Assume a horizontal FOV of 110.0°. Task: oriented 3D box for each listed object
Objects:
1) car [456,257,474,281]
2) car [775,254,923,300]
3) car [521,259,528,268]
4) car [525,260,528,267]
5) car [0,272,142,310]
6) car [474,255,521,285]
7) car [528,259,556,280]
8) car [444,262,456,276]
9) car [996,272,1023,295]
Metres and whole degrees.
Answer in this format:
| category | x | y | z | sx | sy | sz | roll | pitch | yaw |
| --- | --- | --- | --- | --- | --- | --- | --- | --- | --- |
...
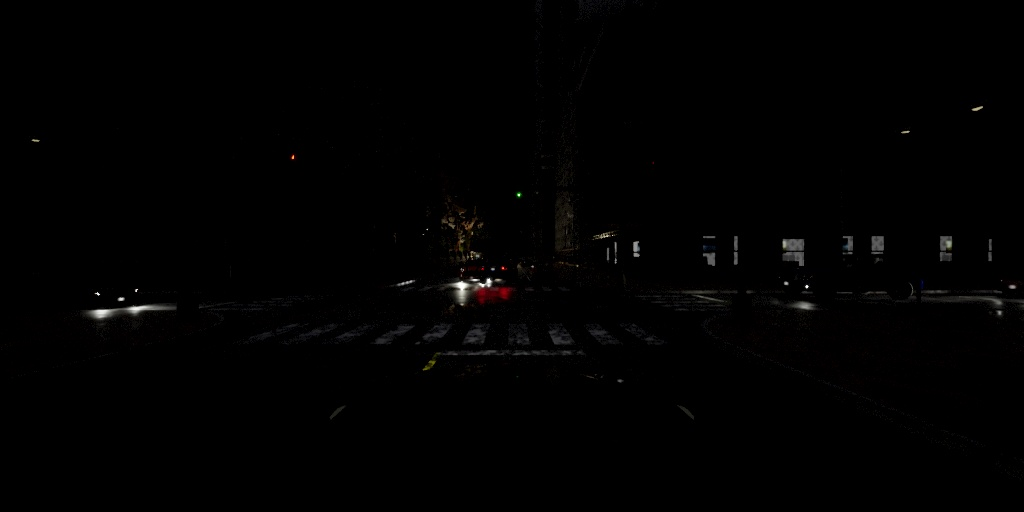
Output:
| category | x | y | z | sx | sy | sz | roll | pitch | yaw |
| --- | --- | --- | --- | --- | --- | --- | --- | --- | --- |
| car | -3.127 | 1.110 | 29.993 | 2.097 | 1.767 | 4.553 | 0 | 0 | 0 |
| car | 15.697 | 0.928 | 16.864 | 5.566 | 2.045 | 2.150 | 0 | 0 | 1 |
| car | 2.636 | 1.326 | 59.228 | 1.948 | 1.339 | 4.313 | 0 | 0 | 0 |
| car | 2.657 | 1.325 | 36.503 | 1.948 | 1.339 | 4.313 | 0 | 0 | 0 |
| car | -18.227 | 1.343 | 14.342 | 5.357 | 1.411 | 2.033 | 0 | 0 | 1 |
| car | -0.909 | 0.978 | 26.783 | 2.150 | 2.045 | 5.566 | 0 | 0 | 8 |
| car | 2.663 | 1.197 | 30.823 | 1.967 | 1.591 | 4.097 | 0 | 0 | 0 |
| car | -5.724 | 1.304 | 36.493 | 1.888 | 1.381 | 4.507 | 0 | 0 | 0 |
| car | 25.773 | 1.167 | 16.659 | 4.902 | 1.511 | 2.128 | 0 | 0 | 1 |
